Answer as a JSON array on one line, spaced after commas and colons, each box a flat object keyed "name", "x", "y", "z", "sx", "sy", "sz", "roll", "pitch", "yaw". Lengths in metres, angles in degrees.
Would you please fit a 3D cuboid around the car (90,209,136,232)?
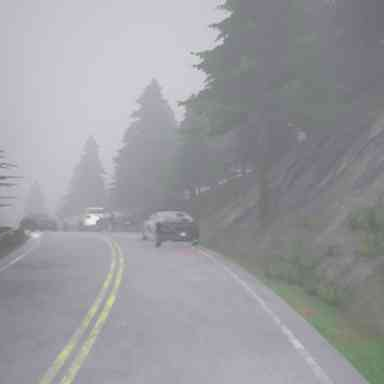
[{"name": "car", "x": -5.900, "y": 2.239, "z": 25.492, "sx": 1.882, "sy": 1.535, "sz": 5.008, "roll": 1, "pitch": -5, "yaw": -34}]

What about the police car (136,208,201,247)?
[{"name": "police car", "x": -1.173, "y": 1.608, "z": 16.046, "sx": 1.930, "sy": 1.638, "sz": 5.238, "roll": 2, "pitch": -3, "yaw": -19}]

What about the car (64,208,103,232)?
[{"name": "car", "x": -9.904, "y": 2.577, "z": 30.547, "sx": 2.150, "sy": 2.045, "sz": 5.566, "roll": 4, "pitch": -9, "yaw": -43}]

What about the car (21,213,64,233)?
[{"name": "car", "x": -12.141, "y": 2.447, "z": 26.340, "sx": 1.837, "sy": 1.490, "sz": 4.892, "roll": 5, "pitch": -9, "yaw": -41}]
